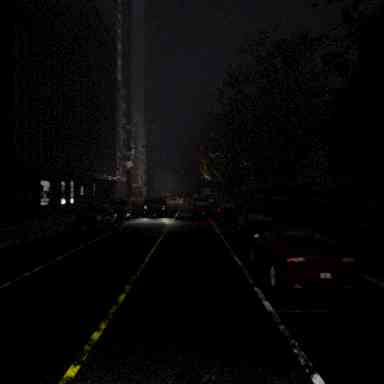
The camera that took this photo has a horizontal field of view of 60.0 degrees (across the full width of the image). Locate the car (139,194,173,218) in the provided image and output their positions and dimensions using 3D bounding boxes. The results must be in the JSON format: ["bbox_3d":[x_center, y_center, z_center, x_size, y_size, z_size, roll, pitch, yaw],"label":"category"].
[{"bbox_3d":[-3.109,1.332,29.828,2.097,1.767,4.553,0,0,0],"label":"car"}]

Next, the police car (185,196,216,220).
[{"bbox_3d":[0.727,1.409,27.952,1.930,1.638,5.238,0,0,-3],"label":"police car"}]

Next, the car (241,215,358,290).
[{"bbox_3d":[2.692,1.546,8.927,1.887,1.381,4.507,0,0,0],"label":"car"}]

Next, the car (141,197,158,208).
[{"bbox_3d":[-6.030,1.495,47.861,1.947,1.339,4.313,0,0,-1],"label":"car"}]

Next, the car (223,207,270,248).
[{"bbox_3d":[2.692,1.550,14.487,2.008,1.369,4.403,0,0,0],"label":"car"}]

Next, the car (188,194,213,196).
[{"bbox_3d":[0.881,1.312,37.879,2.097,1.767,4.553,0,0,0],"label":"car"}]

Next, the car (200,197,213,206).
[{"bbox_3d":[2.352,1.491,53.391,1.802,1.307,4.206,0,0,-2],"label":"car"}]

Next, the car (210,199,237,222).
[{"bbox_3d":[2.692,1.533,25.609,1.887,1.381,4.507,0,0,0],"label":"car"}]

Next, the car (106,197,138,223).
[{"bbox_3d":[-5.833,1.303,25.553,2.192,1.841,5.009,0,0,0],"label":"car"}]

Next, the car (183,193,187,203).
[{"bbox_3d":[-0.628,1.218,64.137,2.097,1.767,4.553,0,0,-2],"label":"car"}]

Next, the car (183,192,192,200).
[{"bbox_3d":[-1.024,1.000,79.132,2.097,1.767,4.553,0,0,-2],"label":"car"}]

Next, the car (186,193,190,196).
[{"bbox_3d":[0.664,1.295,43.928,2.097,1.767,4.553,0,0,1],"label":"car"}]

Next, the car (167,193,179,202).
[{"bbox_3d":[-3.788,1.290,70.178,1.882,1.535,5.008,0,0,-2],"label":"car"}]

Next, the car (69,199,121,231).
[{"bbox_3d":[-5.834,1.435,19.995,1.967,1.590,4.097,0,0,0],"label":"car"}]
